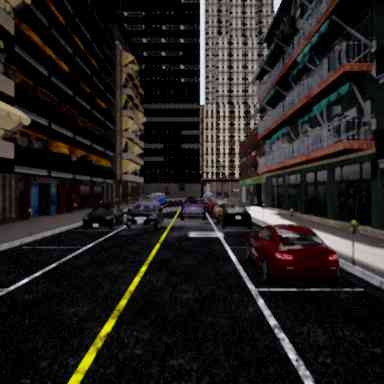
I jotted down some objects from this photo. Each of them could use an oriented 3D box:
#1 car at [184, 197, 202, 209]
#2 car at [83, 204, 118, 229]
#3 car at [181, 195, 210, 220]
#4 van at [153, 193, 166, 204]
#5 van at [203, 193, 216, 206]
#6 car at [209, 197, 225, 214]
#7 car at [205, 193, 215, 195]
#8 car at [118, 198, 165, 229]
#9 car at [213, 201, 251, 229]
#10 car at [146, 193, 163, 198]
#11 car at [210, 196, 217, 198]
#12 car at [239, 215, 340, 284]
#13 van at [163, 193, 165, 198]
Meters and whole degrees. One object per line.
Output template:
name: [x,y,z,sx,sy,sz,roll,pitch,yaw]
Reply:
car: [0.098,1.327,41.598,2.033,1.411,5.357,0,0,0]
car: [-5.313,1.446,20.527,1.947,1.339,4.313,0,0,0]
car: [0.098,1.277,26.670,2.033,1.649,4.856,0,0,0]
van: [-5.315,1.069,54.664,1.690,1.788,3.998,0,0,0]
van: [2.566,1.091,48.980,1.690,1.788,3.998,0,0,0]
car: [2.567,1.375,26.394,1.752,1.417,4.829,0,0,0]
car: [2.566,1.213,43.291,1.967,1.590,4.097,0,0,0]
car: [-2.851,1.371,20.770,2.128,1.511,4.902,0,0,0]
car: [2.568,1.446,20.534,1.947,1.339,4.313,0,0,0]
car: [-5.314,1.213,43.285,1.967,1.590,4.097,0,0,0]
car: [2.567,1.368,31.912,1.887,1.381,4.507,0,0,0]
car: [2.569,1.526,9.154,1.802,1.307,4.206,0,0,0]
van: [-5.314,1.091,48.974,1.690,1.788,3.998,0,0,0]
